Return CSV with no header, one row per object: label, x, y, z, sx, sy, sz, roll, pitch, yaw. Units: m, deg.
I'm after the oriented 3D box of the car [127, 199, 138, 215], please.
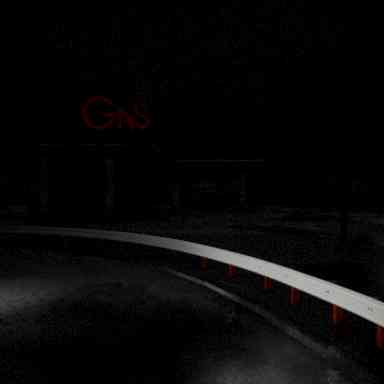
car,-7.018,1.389,31.446,3.633,1.501,1.845,0,0,4
